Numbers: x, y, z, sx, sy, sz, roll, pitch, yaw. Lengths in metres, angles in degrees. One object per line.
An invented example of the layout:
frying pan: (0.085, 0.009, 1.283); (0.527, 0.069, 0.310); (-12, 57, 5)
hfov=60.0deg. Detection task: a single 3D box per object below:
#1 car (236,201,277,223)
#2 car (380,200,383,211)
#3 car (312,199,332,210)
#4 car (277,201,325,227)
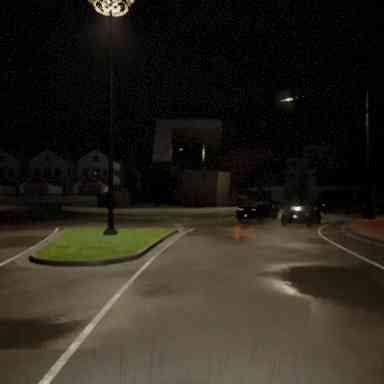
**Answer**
car: (5.069, 1.453, 25.265); (2.128, 1.511, 4.902); (0, 0, 33)
car: (23.225, 1.297, 37.597); (4.553, 1.767, 2.097); (0, 0, -38)
car: (16.007, 1.502, 41.442); (1.994, 1.385, 4.181); (0, 0, 11)
car: (7.546, 1.530, 22.763); (1.994, 1.385, 4.181); (0, 0, 30)
